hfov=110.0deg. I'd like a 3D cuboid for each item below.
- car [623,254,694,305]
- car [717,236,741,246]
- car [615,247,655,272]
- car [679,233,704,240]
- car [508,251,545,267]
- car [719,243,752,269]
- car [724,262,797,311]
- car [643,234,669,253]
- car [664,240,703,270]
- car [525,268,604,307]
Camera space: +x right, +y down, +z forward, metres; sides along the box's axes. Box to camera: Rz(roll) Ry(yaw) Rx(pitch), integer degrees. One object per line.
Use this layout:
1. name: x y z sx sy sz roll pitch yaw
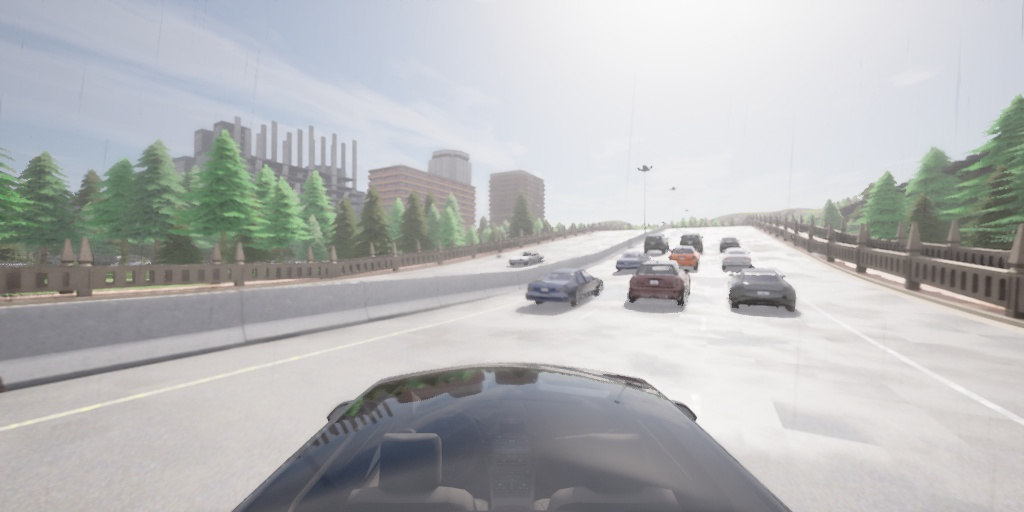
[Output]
1. car: 6.564 0.970 15.745 2.097 1.767 4.553 0 2 30
2. car: 22.738 -1.308 37.567 1.837 1.490 4.892 0 7 30
3. car: 9.584 0.371 28.379 2.033 1.411 5.357 0 5 30
4. car: 19.337 -1.505 38.676 2.150 2.045 5.566 0 7 29
5. car: 1.470 0.225 35.544 1.895 1.301 4.718 0 6 30
6. car: 16.877 0.110 27.031 1.812 1.442 4.674 0 5 30
7. car: 9.679 1.175 14.143 1.994 1.385 4.181 0 2 30
8. car: 16.235 -1.487 40.301 2.150 2.045 5.566 0 7 29
9. car: 13.694 -0.032 28.517 2.097 1.767 4.553 0 6 30
10. car: 2.461 1.243 15.609 2.033 1.411 5.357 0 2 30
